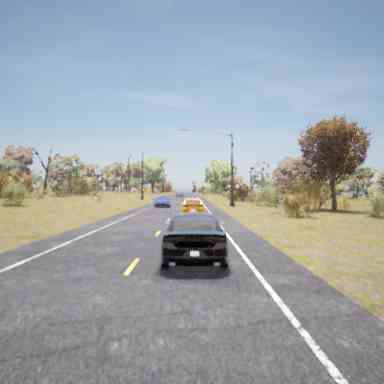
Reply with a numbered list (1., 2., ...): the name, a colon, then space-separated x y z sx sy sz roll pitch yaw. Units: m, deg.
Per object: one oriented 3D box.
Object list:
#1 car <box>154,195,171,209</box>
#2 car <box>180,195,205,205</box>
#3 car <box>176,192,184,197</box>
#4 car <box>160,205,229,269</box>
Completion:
1. car: -3.599 1.186 41.120 1.882 1.535 5.008 0 1 0
2. car: 0.085 1.270 28.660 1.882 1.535 5.008 0 0 0
3. car: -3.501 0.801 92.750 1.994 1.385 4.181 0 0 0
4. car: 0.078 1.397 10.927 1.882 1.535 5.008 0 0 0
